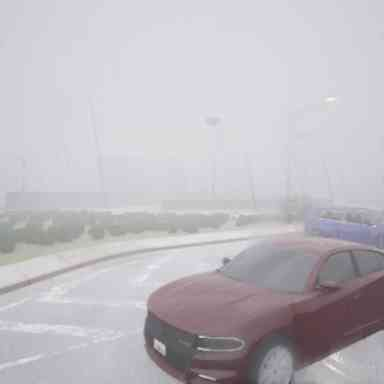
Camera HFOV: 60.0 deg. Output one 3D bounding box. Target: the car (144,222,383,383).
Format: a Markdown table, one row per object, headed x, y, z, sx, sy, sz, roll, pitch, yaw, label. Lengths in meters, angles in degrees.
| x | y | z | sx | sy | sz | roll | pitch | yaw | label |
| --- | --- | --- | --- | --- | --- | --- | --- | --- | --- |
| 1.672 | 1.482 | 5.200 | 5.008 | 1.535 | 1.882 | 0 | 0 | -35 | car |

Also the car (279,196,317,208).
| x | y | z | sx | sy | sz | roll | pitch | yaw | label |
| --- | --- | --- | --- | --- | --- | --- | --- | --- | --- |
| 10.899 | 1.338 | 33.125 | 1.932 | 1.855 | 4.605 | 0 | 0 | -35 | car |

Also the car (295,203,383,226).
| x | y | z | sx | sy | sz | roll | pitch | yaw | label |
| --- | --- | --- | --- | --- | --- | --- | --- | --- | --- |
| 7.147 | 1.491 | 14.203 | 2.242 | 1.667 | 4.611 | 0 | 0 | -35 | car |
